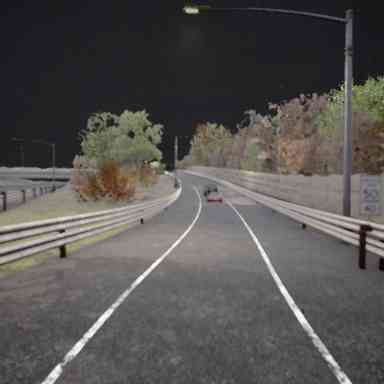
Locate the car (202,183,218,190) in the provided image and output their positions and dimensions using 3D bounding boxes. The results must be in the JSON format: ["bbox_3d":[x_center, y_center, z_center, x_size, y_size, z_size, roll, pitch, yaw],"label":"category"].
[{"bbox_3d":[2.874,-0.426,52.209,2.150,2.045,5.566,0,5,-1],"label":"car"}]

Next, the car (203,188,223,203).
[{"bbox_3d":[2.838,0.596,42.530,1.994,1.385,4.181,1,3,0],"label":"car"}]
